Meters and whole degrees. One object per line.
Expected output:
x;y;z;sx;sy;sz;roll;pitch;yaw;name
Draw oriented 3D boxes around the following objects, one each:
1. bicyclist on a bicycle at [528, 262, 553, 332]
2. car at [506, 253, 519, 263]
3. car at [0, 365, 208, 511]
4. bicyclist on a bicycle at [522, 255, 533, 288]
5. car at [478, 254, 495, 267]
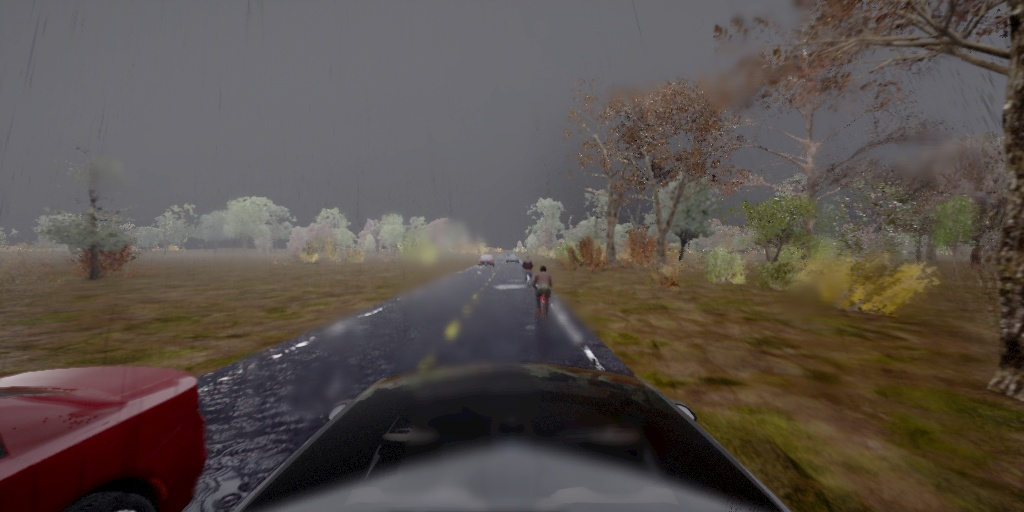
0.823;1.072;9.316;0.582;1.620;1.656;0;1;0;bicyclist on a bicycle
0.101;0.364;56.792;1.994;1.385;4.181;0;1;0;car
-3.100;1.250;0.414;1.882;1.535;5.008;0;1;0;car
0.818;0.830;18.453;0.659;1.776;1.843;-1;1;0;bicyclist on a bicycle
-3.069;0.498;44.076;1.882;1.535;5.008;0;1;0;car
